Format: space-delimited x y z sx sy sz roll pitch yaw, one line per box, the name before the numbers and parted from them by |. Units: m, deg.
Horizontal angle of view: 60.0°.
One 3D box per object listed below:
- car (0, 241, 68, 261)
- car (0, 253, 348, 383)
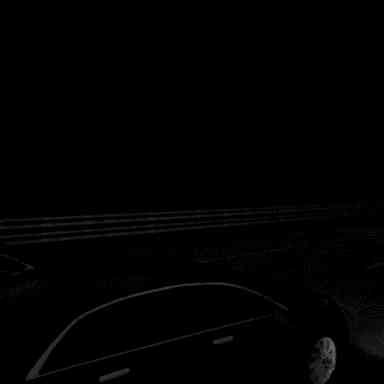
car | -3.794 1.469 5.345 4.892 1.490 1.837 0 0 -35
car | -0.273 1.490 3.548 4.892 1.490 1.837 0 0 -35
